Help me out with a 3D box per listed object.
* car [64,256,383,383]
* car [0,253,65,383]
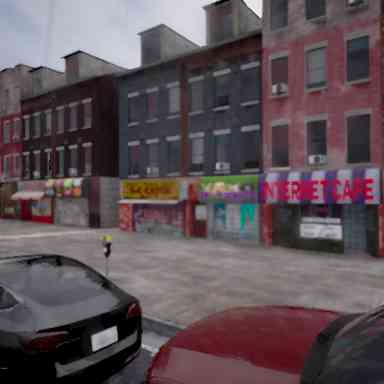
[{"bbox_3d":[1.912,1.317,1.459,5.009,1.841,2.192,0,-1,36],"label":"car"},{"bbox_3d":[-2.600,1.553,4.675,4.313,1.339,1.947,0,-1,36],"label":"car"}]
